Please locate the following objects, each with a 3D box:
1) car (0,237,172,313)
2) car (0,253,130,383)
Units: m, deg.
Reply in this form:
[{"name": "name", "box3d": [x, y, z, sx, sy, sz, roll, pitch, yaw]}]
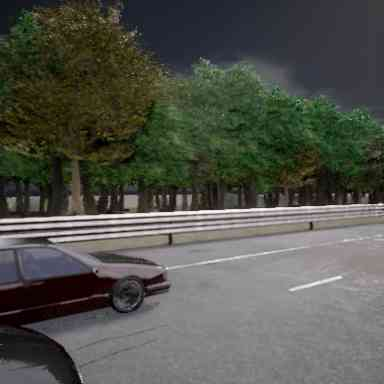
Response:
[{"name": "car", "box3d": [-3.027, 1.549, 5.883, 5.357, 1.411, 2.033, 0, 0, -35]}, {"name": "car", "box3d": [-3.027, 1.491, 1.588, 4.902, 1.511, 2.128, 0, 0, -35]}]
